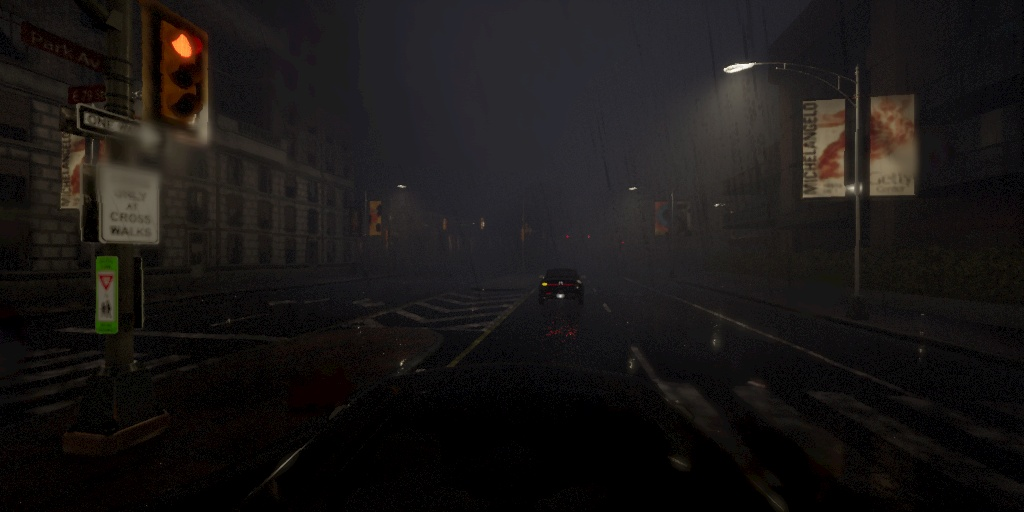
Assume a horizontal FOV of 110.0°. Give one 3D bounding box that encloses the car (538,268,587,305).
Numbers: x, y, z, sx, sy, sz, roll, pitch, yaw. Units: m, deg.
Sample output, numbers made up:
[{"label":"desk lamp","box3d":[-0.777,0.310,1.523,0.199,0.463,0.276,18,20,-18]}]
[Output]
[{"label":"car","box3d":[2.242,1.265,16.034,1.837,1.490,4.892,0,0,9]}]
